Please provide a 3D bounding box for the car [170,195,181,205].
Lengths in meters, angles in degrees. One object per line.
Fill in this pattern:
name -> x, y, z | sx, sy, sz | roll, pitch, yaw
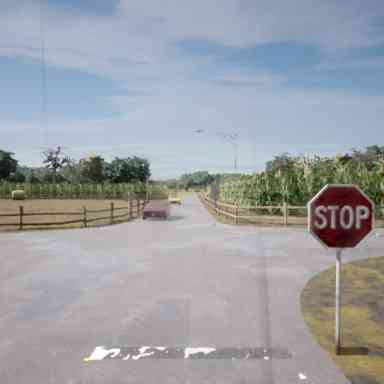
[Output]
car -> -2.799, 1.287, 53.465 | 1.882, 1.535, 5.008 | 0, 1, 0

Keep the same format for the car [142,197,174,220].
car -> -2.808, 1.437, 27.313 | 1.882, 1.535, 5.008 | 0, 0, 2
